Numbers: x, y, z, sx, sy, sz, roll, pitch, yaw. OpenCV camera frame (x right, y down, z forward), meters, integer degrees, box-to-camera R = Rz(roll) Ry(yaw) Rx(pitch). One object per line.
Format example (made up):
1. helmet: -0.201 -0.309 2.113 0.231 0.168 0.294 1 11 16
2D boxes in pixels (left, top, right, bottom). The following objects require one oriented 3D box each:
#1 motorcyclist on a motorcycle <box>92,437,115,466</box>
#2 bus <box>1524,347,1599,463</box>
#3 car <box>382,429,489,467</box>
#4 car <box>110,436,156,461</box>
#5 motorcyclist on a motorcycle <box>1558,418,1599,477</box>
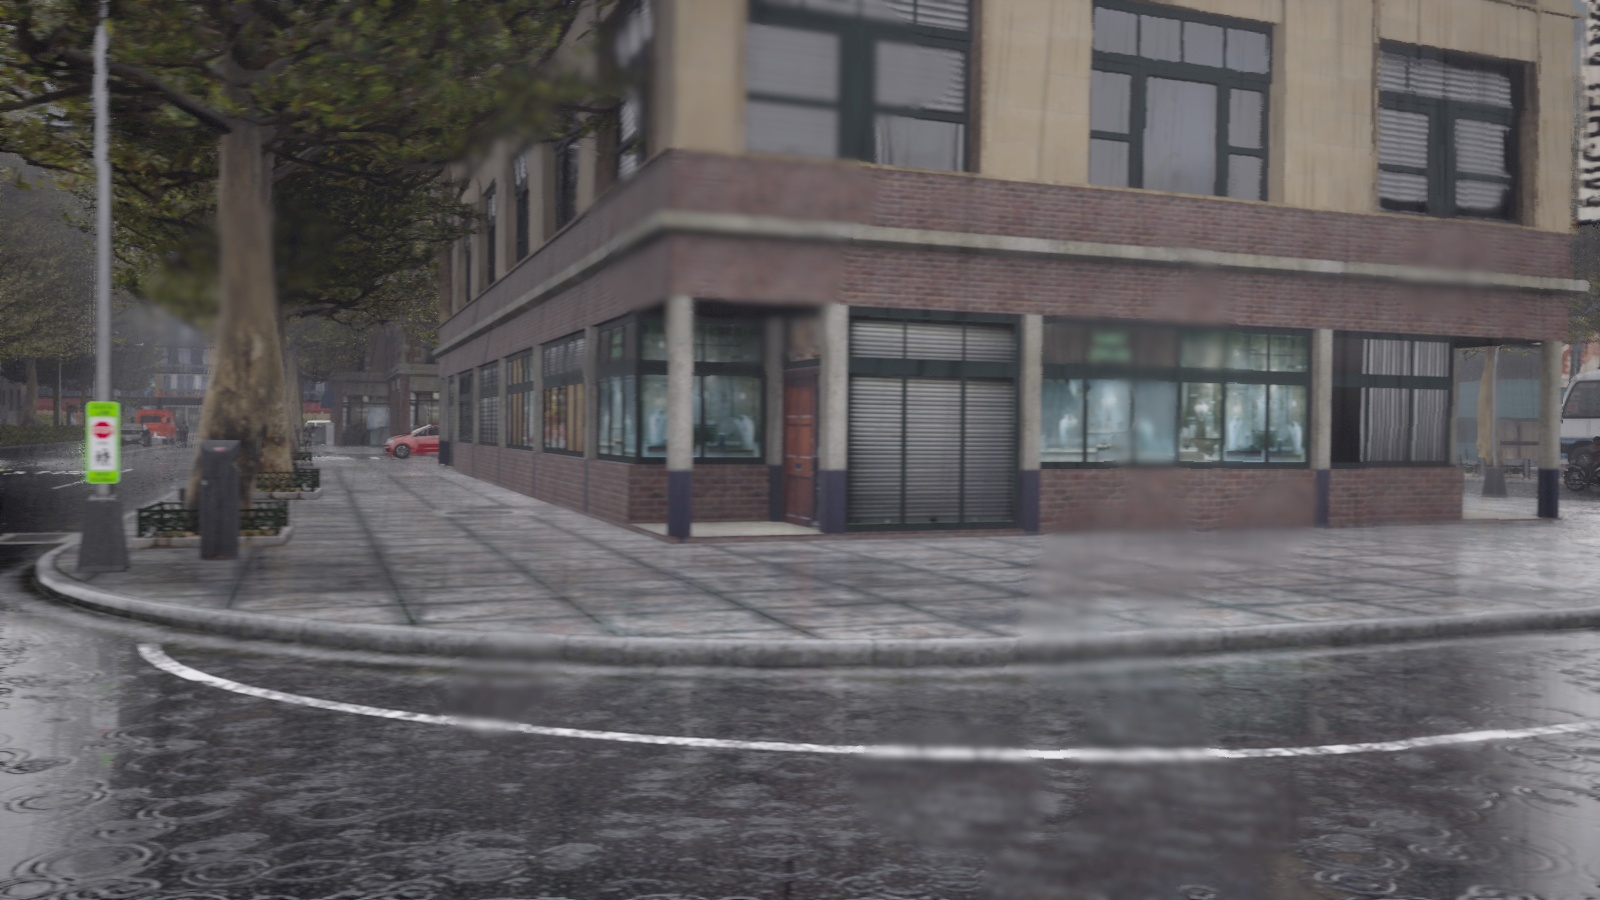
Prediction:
1. motorcyclist on a motorcycle: -38.129 0.073 68.780 0.797 1.523 2.044 -1 1 -21
2. bus: 31.716 -1.647 44.553 3.944 4.253 10.273 -1 1 -21
3. car: -17.209 -0.138 59.226 4.611 1.667 2.242 -1 1 -22
4. car: -42.527 -0.100 80.167 2.007 1.525 4.514 -1 1 -21
5. motorcyclist on a motorcycle: 22.890 -0.079 35.660 0.766 1.649 2.350 -1 1 -21
